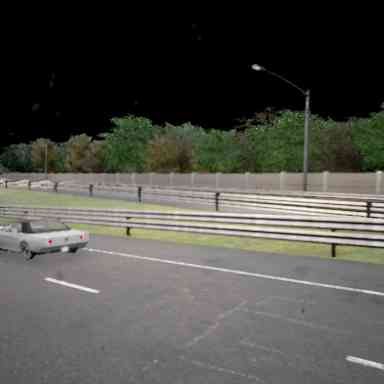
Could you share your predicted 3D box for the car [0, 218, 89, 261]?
[{"bbox_3d":[-6.081,1.647,12.529,4.718,1.301,1.895,0,0,36],"label":"car"}]
